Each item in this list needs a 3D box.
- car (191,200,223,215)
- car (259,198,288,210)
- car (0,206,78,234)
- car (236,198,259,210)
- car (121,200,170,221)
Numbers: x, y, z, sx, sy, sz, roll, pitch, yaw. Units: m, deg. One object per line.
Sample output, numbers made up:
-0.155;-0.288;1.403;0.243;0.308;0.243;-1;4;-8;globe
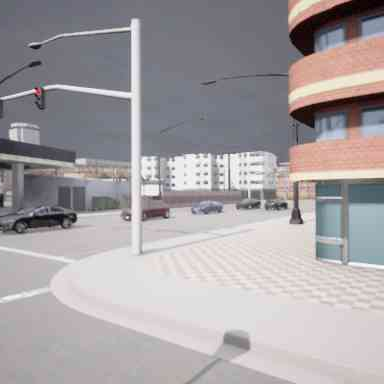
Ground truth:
1.750;1.640;36.506;1.812;1.442;4.674;0;0;34;car
11.073;1.586;43.536;2.128;1.511;4.902;0;0;35;car
-9.372;1.603;20.285;2.128;1.511;4.902;0;0;34;car
7.708;1.593;45.116;1.882;1.535;5.008;0;0;35;car
-3.901;1.465;28.304;2.097;1.767;4.553;0;0;34;car
